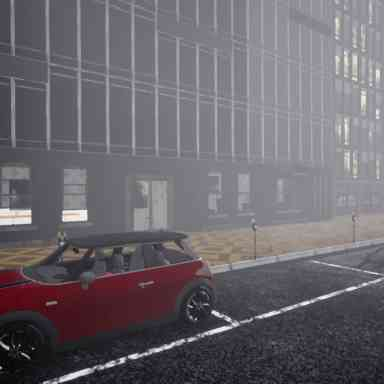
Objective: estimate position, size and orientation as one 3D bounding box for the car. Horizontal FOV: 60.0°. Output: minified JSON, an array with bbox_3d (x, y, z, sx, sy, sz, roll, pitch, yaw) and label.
[{"bbox_3d":[-1.626,1.440,5.405,4.097,1.590,1.967,0,0,-35],"label":"car"}]
